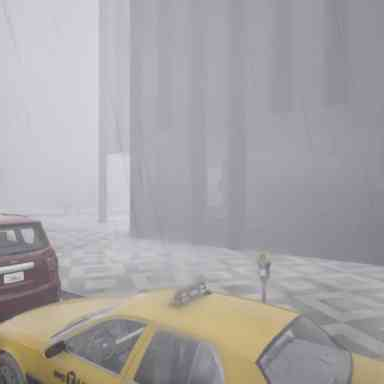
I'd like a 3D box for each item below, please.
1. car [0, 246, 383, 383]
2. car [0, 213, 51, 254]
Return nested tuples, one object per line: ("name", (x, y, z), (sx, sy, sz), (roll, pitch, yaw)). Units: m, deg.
("car", (-0.223, 1.525, 3.123), (4.829, 1.417, 1.752), (0, 0, 36))
("car", (-4.497, 1.314, 6.180), (5.009, 1.841, 2.192), (0, 0, 36))
